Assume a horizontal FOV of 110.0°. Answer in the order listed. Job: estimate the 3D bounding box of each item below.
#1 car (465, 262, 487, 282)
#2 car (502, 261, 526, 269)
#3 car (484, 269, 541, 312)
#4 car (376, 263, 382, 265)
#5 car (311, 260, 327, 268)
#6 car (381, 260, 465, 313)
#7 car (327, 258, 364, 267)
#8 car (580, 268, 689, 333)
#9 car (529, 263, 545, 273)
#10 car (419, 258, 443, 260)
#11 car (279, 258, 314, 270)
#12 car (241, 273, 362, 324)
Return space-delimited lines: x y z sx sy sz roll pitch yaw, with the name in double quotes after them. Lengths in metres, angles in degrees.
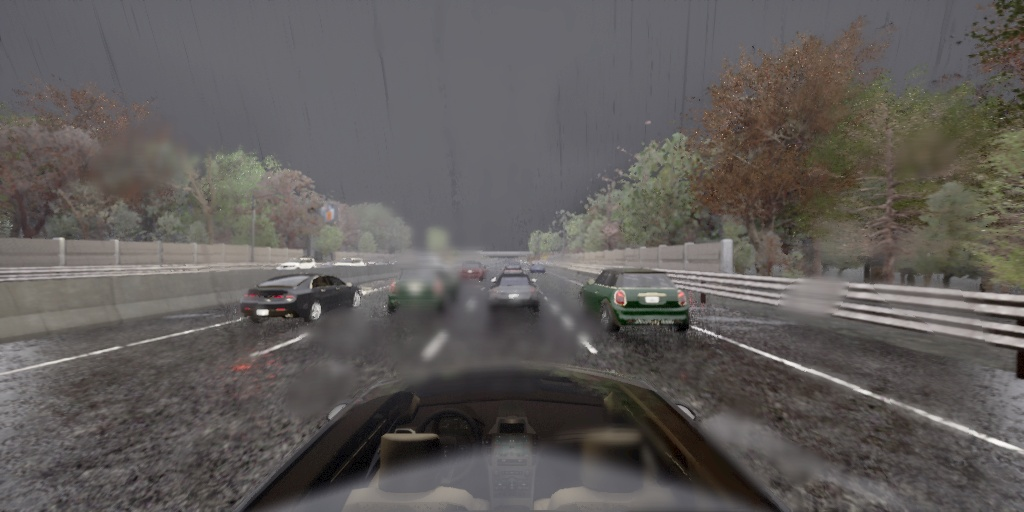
-3.406 1.323 32.068 2.097 1.767 4.553 0 0 0 "car"
0.097 1.465 32.312 2.128 1.511 4.902 0 0 0 "car"
0.098 1.406 14.676 1.994 1.385 4.181 0 0 0 "car"
-17.585 1.602 48.425 1.837 1.490 4.892 0 -1 0 "car"
-24.577 1.590 48.684 2.128 1.511 4.902 0 -1 0 "car"
-3.399 1.194 14.700 2.097 1.767 4.553 0 0 0 "car"
-21.093 1.300 46.306 2.150 2.045 5.566 0 0 0 "car"
3.532 1.149 11.198 2.097 1.767 4.553 0 0 0 "car"
3.491 1.655 49.896 1.994 1.385 4.181 0 0 0 "car"
-6.906 1.189 31.545 2.150 2.045 5.566 0 0 0 "car"
-28.079 1.310 47.180 2.150 2.045 5.566 0 -1 0 "car"
-6.902 1.330 12.369 1.837 1.490 4.892 0 0 0 "car"
